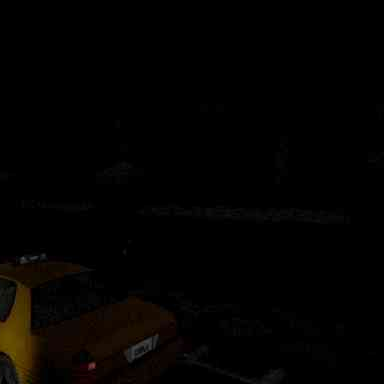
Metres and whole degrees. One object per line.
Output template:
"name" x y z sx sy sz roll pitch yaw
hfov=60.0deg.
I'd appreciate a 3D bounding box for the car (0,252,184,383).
"car" -2.375 1.525 4.660 4.829 1.417 1.752 0 0 36
